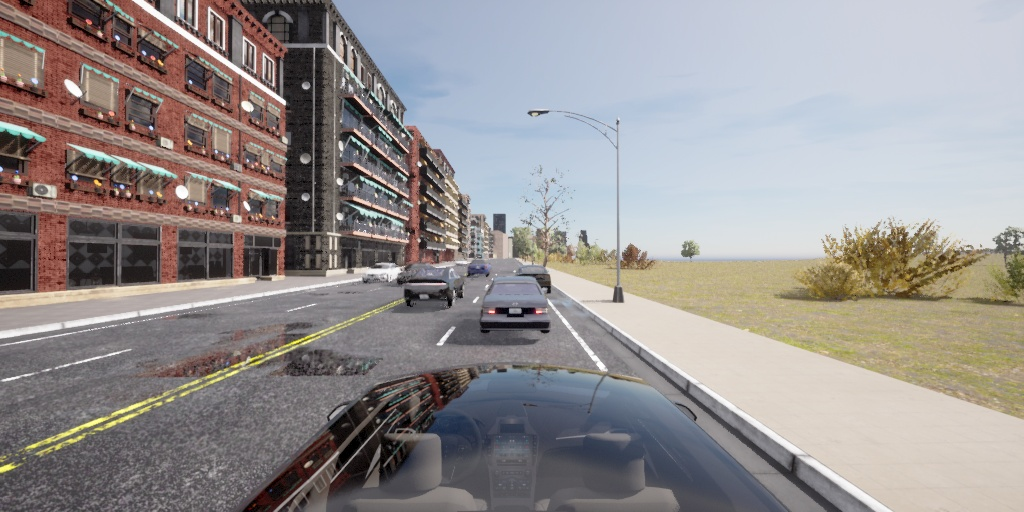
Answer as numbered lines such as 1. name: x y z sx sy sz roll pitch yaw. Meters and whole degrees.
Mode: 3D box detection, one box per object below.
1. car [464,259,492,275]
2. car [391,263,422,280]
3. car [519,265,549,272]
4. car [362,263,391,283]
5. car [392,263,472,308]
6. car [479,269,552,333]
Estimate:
1. car: -3.190 1.103 35.876 2.097 1.767 4.553 0 0 0
2. car: -6.631 1.257 25.208 1.837 1.490 4.892 0 0 0
3. car: 1.114 1.230 20.451 1.882 1.535 5.008 0 0 0
4. car: -9.884 1.278 27.671 1.812 1.442 4.674 0 0 0
5. car: -3.167 1.241 15.331 2.128 1.511 4.902 0 0 0
6. car: 0.092 1.299 10.688 2.033 1.411 5.357 0 0 0
